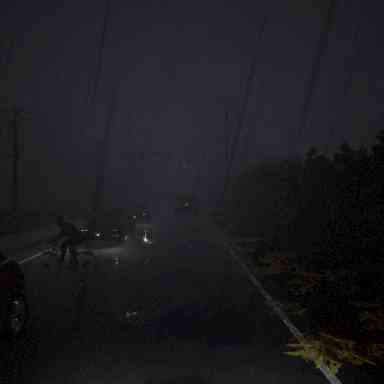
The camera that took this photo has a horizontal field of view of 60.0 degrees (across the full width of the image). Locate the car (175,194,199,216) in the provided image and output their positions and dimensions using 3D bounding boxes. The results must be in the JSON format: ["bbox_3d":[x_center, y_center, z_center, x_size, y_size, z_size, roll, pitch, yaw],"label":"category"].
[{"bbox_3d":[-0.483,1.221,32.467,2.150,2.045,5.566,0,0,0],"label":"car"}]

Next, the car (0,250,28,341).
[{"bbox_3d":[-3.646,1.352,3.434,2.097,1.767,4.553,0,0,-1],"label":"car"}]

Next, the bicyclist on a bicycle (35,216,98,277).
[{"bbox_3d":[-3.314,1.453,8.756,1.656,1.620,0.582,0,0,-1],"label":"bicyclist on a bicycle"}]

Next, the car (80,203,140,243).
[{"bbox_3d":[-3.923,1.503,16.122,1.837,1.490,4.892,0,0,-1],"label":"car"}]

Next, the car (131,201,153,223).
[{"bbox_3d":[-4.059,1.505,25.743,1.837,1.490,4.892,0,0,-1],"label":"car"}]
